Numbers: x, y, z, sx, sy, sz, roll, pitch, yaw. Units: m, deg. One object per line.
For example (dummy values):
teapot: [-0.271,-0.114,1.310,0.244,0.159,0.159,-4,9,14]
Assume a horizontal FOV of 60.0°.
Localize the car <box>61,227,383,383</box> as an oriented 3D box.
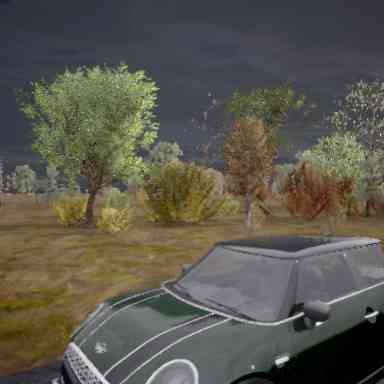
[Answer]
car: [0.881,1.367,4.010,4.553,1.767,2.097,0,0,-36]
